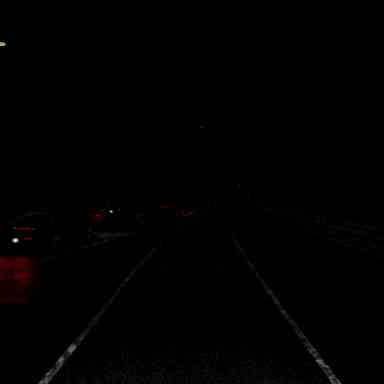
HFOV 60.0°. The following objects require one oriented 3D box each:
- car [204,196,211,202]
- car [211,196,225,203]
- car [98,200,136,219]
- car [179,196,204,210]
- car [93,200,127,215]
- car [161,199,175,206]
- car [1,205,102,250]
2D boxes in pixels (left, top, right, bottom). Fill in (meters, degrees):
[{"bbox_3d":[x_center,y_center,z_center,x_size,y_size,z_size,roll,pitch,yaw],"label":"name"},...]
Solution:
[{"bbox_3d":[3.357,1.981,87.961,1.882,1.535,5.008,0,0,10],"label":"car"},{"bbox_3d":[6.810,2.003,87.392,1.882,1.535,5.008,0,0,10],"label":"car"},{"bbox_3d":[-6.673,1.685,30.844,1.994,1.385,4.181,0,0,10],"label":"car"},{"bbox_3d":[-0.112,1.755,47.977,2.128,1.511,4.902,0,0,10],"label":"car"},{"bbox_3d":[-9.080,1.648,37.362,1.837,1.490,4.892,0,0,10],"label":"car"},{"bbox_3d":[-4.411,1.917,63.960,1.895,1.301,4.718,1,0,10],"label":"car"},{"bbox_3d":[-5.989,1.526,14.502,1.837,1.490,4.892,0,0,10],"label":"car"}]
